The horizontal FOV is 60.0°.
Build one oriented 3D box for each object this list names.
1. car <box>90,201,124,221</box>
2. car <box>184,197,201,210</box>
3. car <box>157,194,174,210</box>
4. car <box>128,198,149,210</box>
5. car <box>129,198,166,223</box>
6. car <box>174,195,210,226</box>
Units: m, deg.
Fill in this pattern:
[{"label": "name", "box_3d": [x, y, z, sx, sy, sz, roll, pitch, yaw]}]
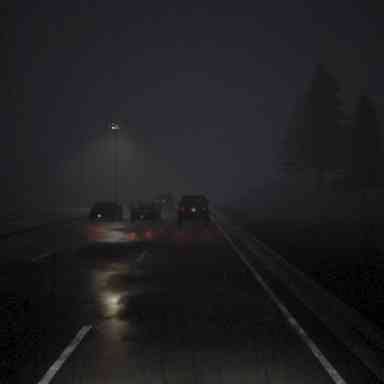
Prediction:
[{"label": "car", "box_3d": [-6.908, 1.511, 27.251, 1.837, 1.490, 4.892, 0, 0, 0]}, {"label": "car", "box_3d": [0.112, 1.498, 43.648, 2.128, 1.511, 4.902, 0, 0, 0]}, {"label": "car", "box_3d": [-3.403, 1.228, 42.809, 2.150, 2.045, 5.566, 0, 0, 0]}, {"label": "car", "box_3d": [-6.904, 1.571, 43.069, 1.994, 1.385, 4.181, 0, 0, 0]}, {"label": "car", "box_3d": [-3.417, 1.497, 25.260, 2.128, 1.511, 4.902, 0, 0, 0]}, {"label": "car", "box_3d": [0.118, 1.225, 23.706, 2.150, 2.045, 5.566, 0, 0, 0]}]
